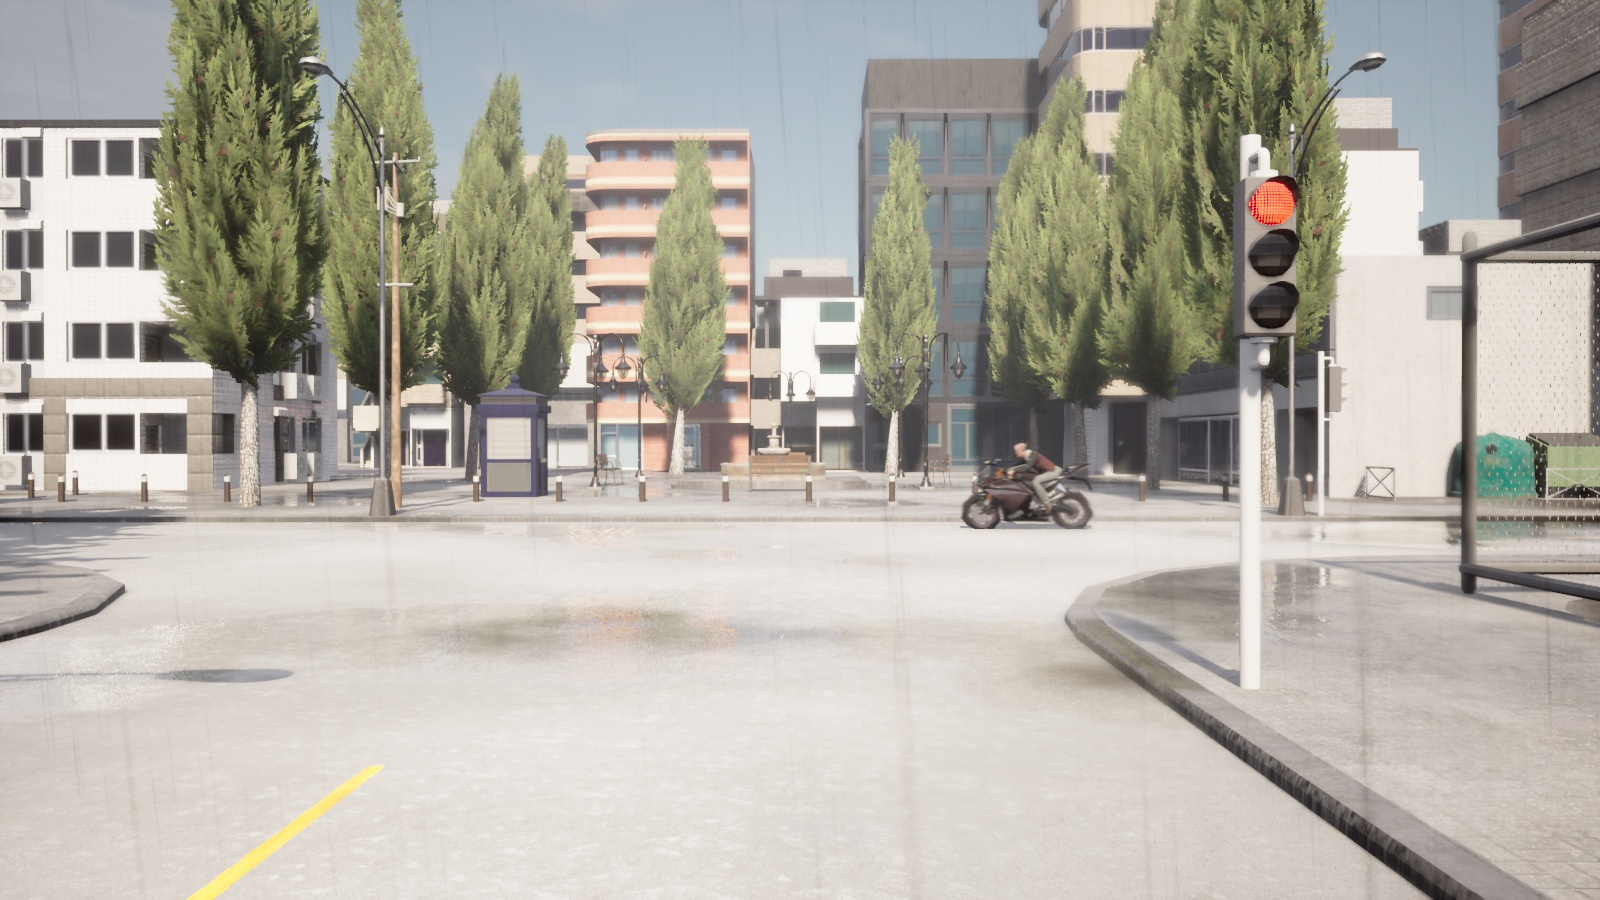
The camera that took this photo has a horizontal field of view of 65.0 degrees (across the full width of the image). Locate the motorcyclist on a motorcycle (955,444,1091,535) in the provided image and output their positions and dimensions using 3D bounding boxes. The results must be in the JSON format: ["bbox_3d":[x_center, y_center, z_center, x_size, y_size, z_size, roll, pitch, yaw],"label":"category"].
[{"bbox_3d":[3.811,0.662,21.578,2.191,1.530,0.866,0,0,0],"label":"motorcyclist on a motorcycle"}]
